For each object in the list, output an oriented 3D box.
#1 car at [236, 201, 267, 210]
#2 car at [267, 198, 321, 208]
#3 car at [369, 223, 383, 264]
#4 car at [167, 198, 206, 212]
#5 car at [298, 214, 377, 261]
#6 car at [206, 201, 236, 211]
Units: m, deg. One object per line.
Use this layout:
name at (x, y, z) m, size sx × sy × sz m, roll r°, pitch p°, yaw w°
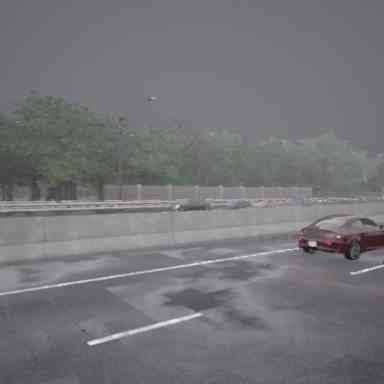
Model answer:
car at (6.598, 1.552, 30.172) m, size 4.674 × 1.442 × 1.812 m, roll 0°, pitch 0°, yaw -36°
car at (8.731, 1.379, 27.401) m, size 4.553 × 1.767 × 2.097 m, roll 0°, pitch 0°, yaw -35°
car at (7.281, 1.563, 9.062) m, size 5.357 × 1.411 × 2.033 m, roll 0°, pitch 0°, yaw -35°
car at (-0.312, 1.375, 33.850) m, size 4.553 × 1.767 × 2.097 m, roll 0°, pitch 0°, yaw -35°
car at (5.863, 1.542, 12.348) m, size 4.674 × 1.442 × 1.812 m, roll 0°, pitch 0°, yaw -35°
car at (4.419, 1.574, 32.924) m, size 5.357 × 1.411 × 2.033 m, roll 0°, pitch 0°, yaw -35°
